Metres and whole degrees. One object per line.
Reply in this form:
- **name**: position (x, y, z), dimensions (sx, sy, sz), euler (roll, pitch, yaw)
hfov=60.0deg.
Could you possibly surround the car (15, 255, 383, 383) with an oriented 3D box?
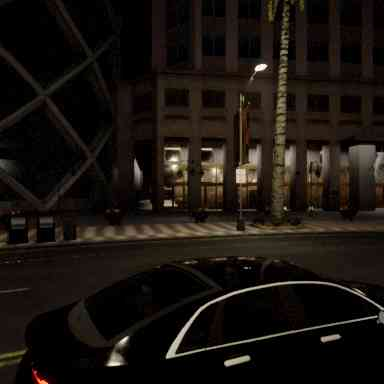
- **car**: position (0.802, 1.505, 3.700), dimensions (4.892, 1.490, 1.837), euler (0, 0, -26)
